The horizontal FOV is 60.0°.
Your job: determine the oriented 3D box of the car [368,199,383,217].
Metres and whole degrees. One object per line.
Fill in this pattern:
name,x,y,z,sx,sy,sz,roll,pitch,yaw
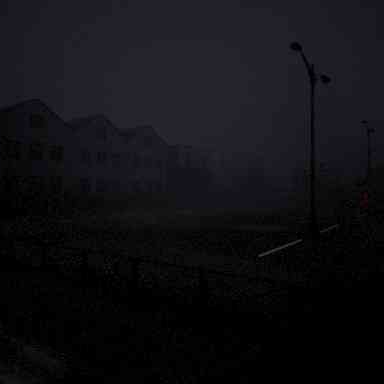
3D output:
car,15.481,1.298,26.779,2.007,1.523,4.514,0,0,35
